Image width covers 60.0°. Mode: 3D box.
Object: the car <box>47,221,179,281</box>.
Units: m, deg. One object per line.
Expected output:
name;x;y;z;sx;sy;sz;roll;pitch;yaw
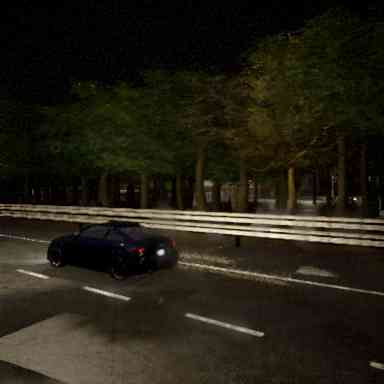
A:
car;-2.448;1.570;9.927;4.181;1.385;1.994;0;0;35
